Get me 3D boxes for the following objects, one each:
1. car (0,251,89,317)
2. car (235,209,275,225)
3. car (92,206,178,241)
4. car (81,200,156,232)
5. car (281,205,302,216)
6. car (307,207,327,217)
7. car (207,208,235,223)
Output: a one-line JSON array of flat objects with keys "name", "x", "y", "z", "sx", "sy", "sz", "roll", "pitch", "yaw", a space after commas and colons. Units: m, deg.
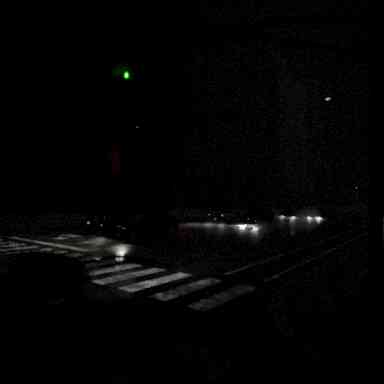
[{"name": "car", "x": -4.155, "y": 1.578, "z": 5.588, "sx": 1.895, "sy": 1.301, "sz": 4.718, "roll": 1, "pitch": 0, "yaw": 36}, {"name": "car", "x": 6.187, "y": 2.294, "z": 31.300, "sx": 1.994, "sy": 1.385, "sz": 4.181, "roll": 0, "pitch": -1, "yaw": 36}, {"name": "car", "x": -2.810, "y": 1.783, "z": 18.748, "sx": 1.882, "sy": 1.535, "sz": 5.008, "roll": 0, "pitch": -1, "yaw": 36}, {"name": "car", "x": -4.531, "y": 1.550, "z": 21.949, "sx": 2.150, "sy": 2.045, "sz": 5.566, "roll": 0, "pitch": -1, "yaw": 36}, {"name": "car", "x": 14.612, "y": 2.741, "z": 48.457, "sx": 1.837, "sy": 1.490, "sz": 4.892, "roll": 0, "pitch": -2, "yaw": 36}, {"name": "car", "x": 17.850, "y": 2.862, "z": 47.378, "sx": 1.994, "sy": 1.385, "sz": 4.181, "roll": 0, "pitch": -1, "yaw": 36}, {"name": "car", "x": 3.445, "y": 2.305, "z": 33.061, "sx": 1.895, "sy": 1.301, "sz": 4.718, "roll": 0, "pitch": -1, "yaw": 35}]
